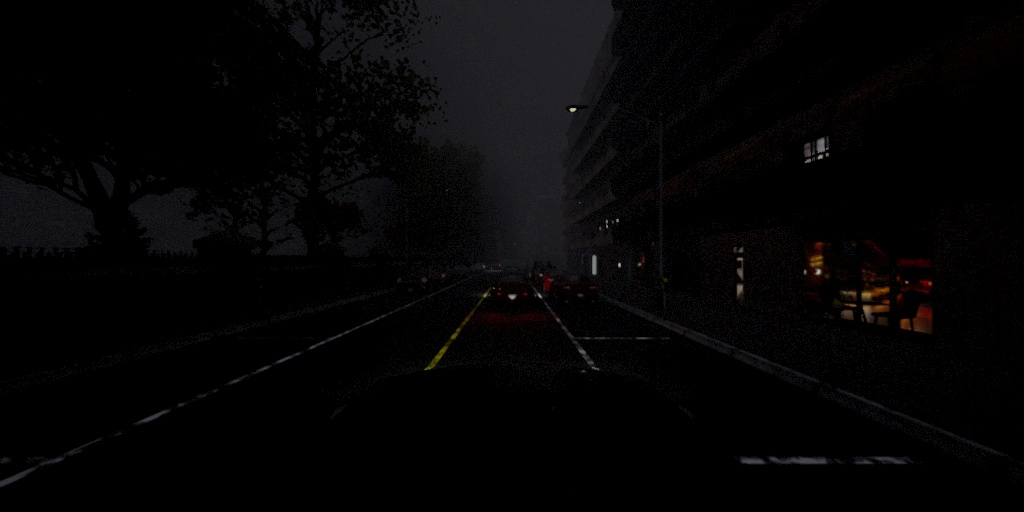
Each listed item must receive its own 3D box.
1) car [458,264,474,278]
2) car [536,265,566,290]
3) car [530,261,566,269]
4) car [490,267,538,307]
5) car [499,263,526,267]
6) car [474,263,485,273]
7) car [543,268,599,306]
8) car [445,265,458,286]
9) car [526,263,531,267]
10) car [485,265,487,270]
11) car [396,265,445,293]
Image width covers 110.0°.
[{"bbox_3d":[-5.655,1.662,38.876,2.007,1.370,4.403,0,0,0],"label":"car"},{"bbox_3d":[2.709,1.490,21.979,1.888,1.381,4.507,0,0,0],"label":"car"},{"bbox_3d":[2.715,1.440,27.608,1.967,1.591,4.097,0,0,0],"label":"car"},{"bbox_3d":[0.018,1.414,16.222,1.812,1.442,4.674,0,0,0],"label":"car"},{"bbox_3d":[0.032,1.562,31.215,1.812,1.442,4.674,0,0,0],"label":"car"},{"bbox_3d":[-5.640,1.810,55.595,1.751,1.417,4.829,0,0,0],"label":"car"},{"bbox_3d":[2.705,1.434,16.349,1.888,1.381,4.507,0,0,0],"label":"car"},{"bbox_3d":[-5.666,1.440,27.614,1.967,1.591,4.097,0,0,0],"label":"car"},{"bbox_3d":[2.720,1.371,33.238,2.192,1.841,5.009,0,0,0],"label":"car"},{"bbox_3d":[-5.634,1.894,61.395,2.007,1.370,4.403,0,0,0],"label":"car"},{"bbox_3d":[-5.671,1.384,21.987,1.967,1.591,4.097,0,0,0],"label":"car"}]
